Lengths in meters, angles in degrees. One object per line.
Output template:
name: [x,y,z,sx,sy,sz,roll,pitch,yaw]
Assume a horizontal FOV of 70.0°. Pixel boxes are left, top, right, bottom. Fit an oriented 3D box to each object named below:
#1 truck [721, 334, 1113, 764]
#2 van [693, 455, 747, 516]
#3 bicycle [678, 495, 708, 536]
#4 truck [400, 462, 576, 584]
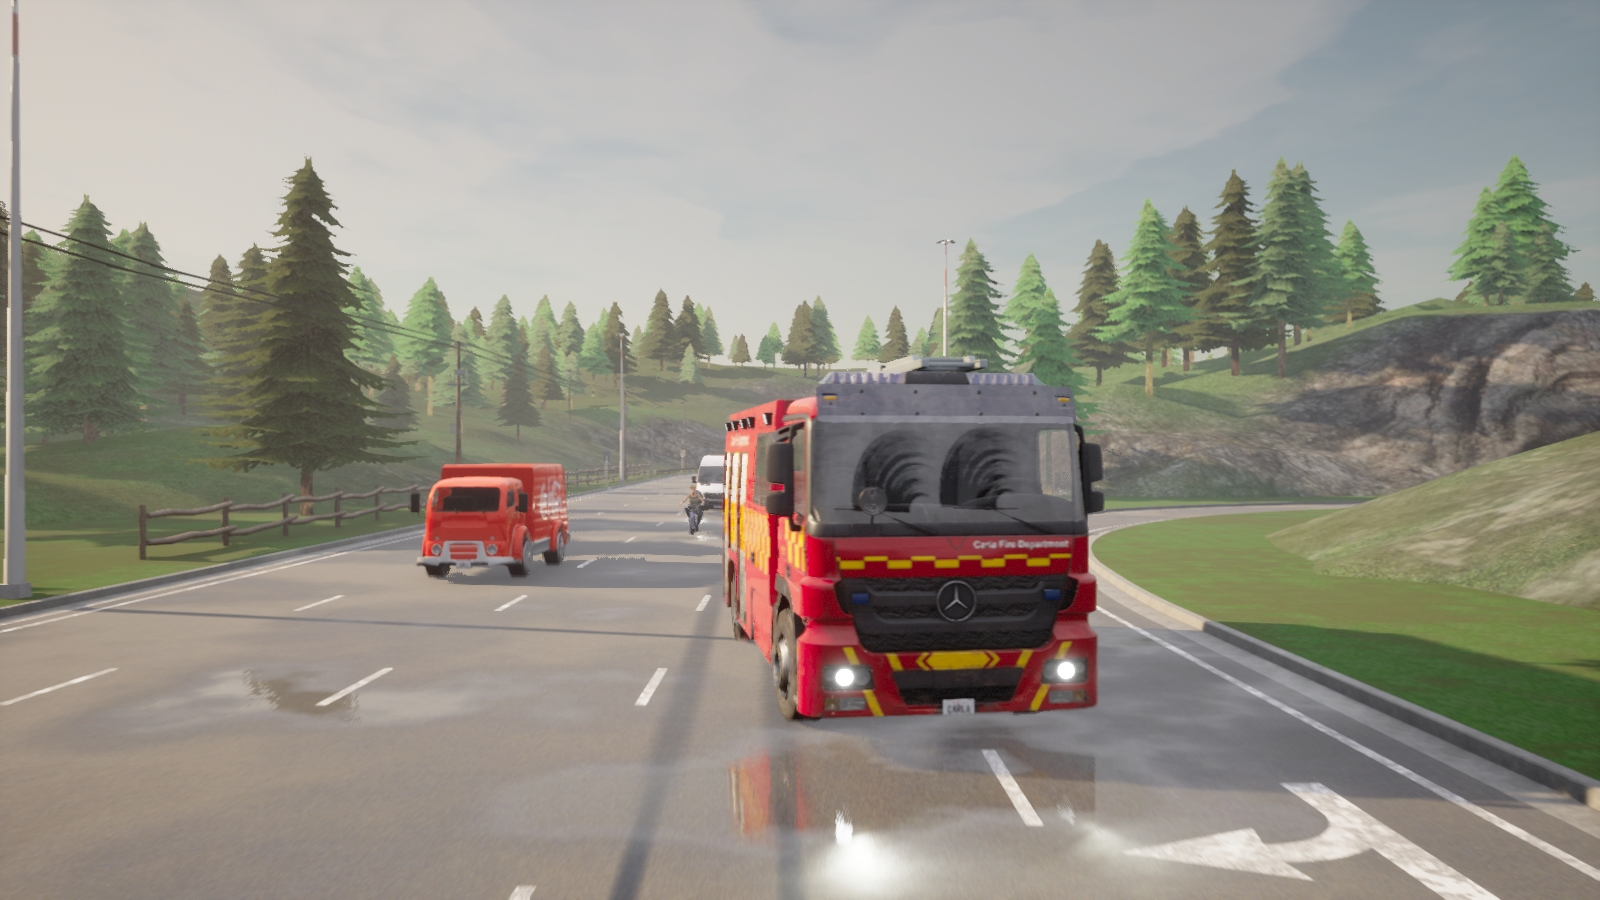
truck: [0.818,0.879,14.565,2.891,3.827,8.468,0,0,-9]
van: [-3.499,1.499,50.787,1.988,2.561,5.915,0,0,0]
bicycle: [-3.502,2.131,37.424,0.859,1.277,1.487,0,0,0]
truck: [-7.002,1.549,26.353,2.627,2.467,5.204,0,0,0]
